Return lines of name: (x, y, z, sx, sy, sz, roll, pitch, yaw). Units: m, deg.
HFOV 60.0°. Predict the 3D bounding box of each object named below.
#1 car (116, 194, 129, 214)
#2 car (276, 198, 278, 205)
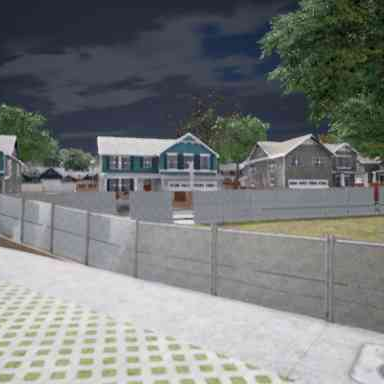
car: (-4.328, 0.838, 23.033, 4.181, 1.385, 1.994, -1, 0, -18)
car: (6.775, 0.613, 26.563, 5.357, 1.411, 2.033, -1, 0, -17)
